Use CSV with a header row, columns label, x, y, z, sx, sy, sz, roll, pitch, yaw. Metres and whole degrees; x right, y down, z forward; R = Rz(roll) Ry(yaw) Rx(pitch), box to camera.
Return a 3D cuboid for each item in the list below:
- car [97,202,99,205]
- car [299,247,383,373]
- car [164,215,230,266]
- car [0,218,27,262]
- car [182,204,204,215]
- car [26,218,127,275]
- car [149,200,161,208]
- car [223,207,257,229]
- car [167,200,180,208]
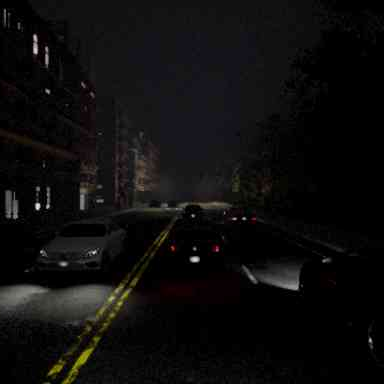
label,x,y,z,sx,sy,sz,roll,pitch,yaw
car,-22.787,2.593,73.367,4.206,1.307,1.802,-1,0,-1
car,3.321,1.622,5.652,1.994,1.385,4.181,0,0,0
car,0.093,1.721,12.035,1.895,1.301,4.718,0,-1,0
car,-6.599,1.595,10.272,2.128,1.511,4.902,0,-1,0
car,0.097,1.824,29.816,1.812,1.442,4.674,0,-1,0
car,-3.351,1.636,10.994,1.812,1.442,4.674,0,-1,0
car,-6.497,2.115,58.724,1.882,1.535,5.008,0,-1,0
car,3.336,1.785,23.679,2.033,1.411,5.357,0,-1,0
car,-3.249,2.167,58.723,1.837,1.490,4.892,0,-1,0
